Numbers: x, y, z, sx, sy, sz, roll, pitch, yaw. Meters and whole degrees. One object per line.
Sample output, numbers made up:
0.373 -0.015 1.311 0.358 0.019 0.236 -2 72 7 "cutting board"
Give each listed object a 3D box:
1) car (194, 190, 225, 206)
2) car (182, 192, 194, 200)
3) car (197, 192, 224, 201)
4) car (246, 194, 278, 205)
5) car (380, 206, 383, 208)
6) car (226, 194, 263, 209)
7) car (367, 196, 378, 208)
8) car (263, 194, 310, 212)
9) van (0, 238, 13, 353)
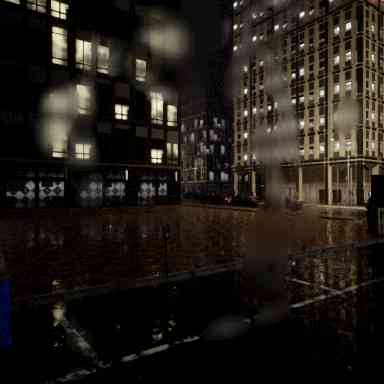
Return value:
2.918 0.731 41.338 2.192 1.841 5.009 1 0 -36 "car"
-0.082 0.647 59.866 1.947 1.339 4.313 1 0 -36 "car"
3.074 0.710 55.475 1.752 1.417 4.829 1 0 -36 "car"
9.680 0.985 46.280 1.802 1.307 4.206 1 0 -36 "car"
9.632 1.441 13.455 4.097 1.590 1.967 0 0 -36 "car"
6.164 1.105 36.813 1.802 1.307 4.206 1 0 -36 "car"
17.033 1.023 26.552 2.150 2.045 5.566 0 1 -39 "car"
9.421 1.071 32.286 1.967 1.590 4.097 1 0 -36 "car"
-4.151 1.341 3.596 3.998 1.788 1.690 0 0 -36 "van"
